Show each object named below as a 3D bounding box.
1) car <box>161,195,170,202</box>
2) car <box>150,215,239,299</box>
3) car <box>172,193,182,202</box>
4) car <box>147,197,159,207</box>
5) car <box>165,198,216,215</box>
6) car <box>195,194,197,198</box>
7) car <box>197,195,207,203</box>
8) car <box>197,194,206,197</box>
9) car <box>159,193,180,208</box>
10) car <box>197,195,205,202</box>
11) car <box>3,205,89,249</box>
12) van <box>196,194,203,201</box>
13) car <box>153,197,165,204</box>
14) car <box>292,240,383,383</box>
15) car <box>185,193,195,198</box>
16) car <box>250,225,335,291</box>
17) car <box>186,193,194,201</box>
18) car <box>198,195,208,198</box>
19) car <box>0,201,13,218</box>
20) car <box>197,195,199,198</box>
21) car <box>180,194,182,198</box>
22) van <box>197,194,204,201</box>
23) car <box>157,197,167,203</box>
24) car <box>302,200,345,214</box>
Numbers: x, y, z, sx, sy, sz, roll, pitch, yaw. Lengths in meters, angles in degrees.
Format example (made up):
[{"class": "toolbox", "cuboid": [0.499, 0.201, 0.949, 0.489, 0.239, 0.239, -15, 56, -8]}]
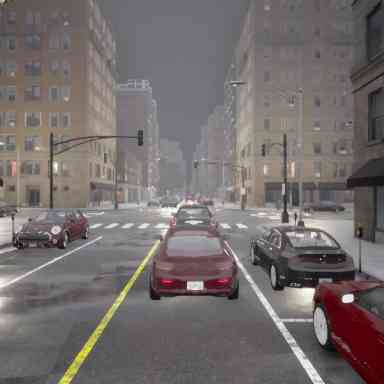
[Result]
[{"class": "car", "cuboid": [-6.384, 1.559, 80.178, 1.967, 1.590, 4.097, 0, 0, -1]}, {"class": "car", "cuboid": [0.021, 1.528, 8.319, 1.812, 1.442, 4.674, 0, 0, -1]}, {"class": "car", "cuboid": [-3.504, 1.336, 77.855, 2.150, 2.045, 5.566, 0, 0, -1]}, {"class": "car", "cuboid": [-6.075, 1.596, 52.639, 2.008, 1.369, 4.403, 0, 0, -1]}, {"class": "car", "cuboid": [0.071, 1.358, 15.647, 2.097, 1.767, 4.553, 0, 0, 0]}, {"class": "car", "cuboid": [2.265, 1.399, 69.252, 2.192, 1.841, 5.009, 0, 0, -1]}, {"class": "car", "cuboid": [2.203, 1.541, 74.759, 1.967, 1.590, 4.097, 0, 0, -1]}, {"class": "car", "cuboid": [2.324, 1.595, 63.915, 1.752, 1.417, 4.829, 0, 0, -1]}, {"class": "car", "cuboid": [-3.254, 1.390, 48.523, 2.097, 1.767, 4.553, 0, 0, -1]}, {"class": "car", "cuboid": [2.141, 1.560, 80.265, 1.967, 1.590, 4.097, 0, 0, -1]}, {"class": "car", "cuboid": [-5.874, 1.445, 14.278, 1.967, 1.590, 4.097, 0, 0, 0]}, {"class": "van", "cuboid": [2.018, 1.504, 91.279, 1.690, 1.788, 3.998, 0, 0, -1]}, {"class": "car", "cuboid": [-6.199, 1.613, 63.655, 1.887, 1.381, 4.507, 0, 0, -1]}, {"class": "car", "cuboid": [2.670, 1.545, 3.313, 1.887, 1.381, 4.507, 0, 0, 0]}, {"class": "car", "cuboid": [-0.521, 1.342, 79.459, 2.150, 2.045, 5.566, 0, 0, -1]}, {"class": "car", "cuboid": [2.660, 1.553, 8.805, 2.008, 1.369, 4.403, 0, 0, 0]}, {"class": "car", "cuboid": [-0.642, 1.383, 90.177, 2.150, 2.045, 5.566, 0, 0, -1]}, {"class": "car", "cuboid": [2.449, 1.590, 52.731, 1.887, 1.381, 4.507, 0, 0, -1]}, {"class": "car", "cuboid": [-17.332, 1.253, 27.017, 4.553, 1.767, 2.097, 0, 0, 0]}, {"class": "car", "cuboid": [2.388, 1.622, 58.238, 1.947, 1.339, 4.313, 0, 0, -1]}, {"class": "car", "cuboid": [-3.408, 1.604, 67.325, 1.812, 1.442, 4.674, 0, 0, 0]}, {"class": "van", "cuboid": [2.080, 1.481, 85.773, 1.690, 1.788, 3.998, 0, 0, -1]}, {"class": "car", "cuboid": [-6.261, 1.665, 69.162, 1.802, 1.307, 4.206, 0, 0, -1]}, {"class": "car", "cuboid": [14.647, 1.648, 37.215, 4.674, 1.442, 1.812, 0, 0, 1]}]
